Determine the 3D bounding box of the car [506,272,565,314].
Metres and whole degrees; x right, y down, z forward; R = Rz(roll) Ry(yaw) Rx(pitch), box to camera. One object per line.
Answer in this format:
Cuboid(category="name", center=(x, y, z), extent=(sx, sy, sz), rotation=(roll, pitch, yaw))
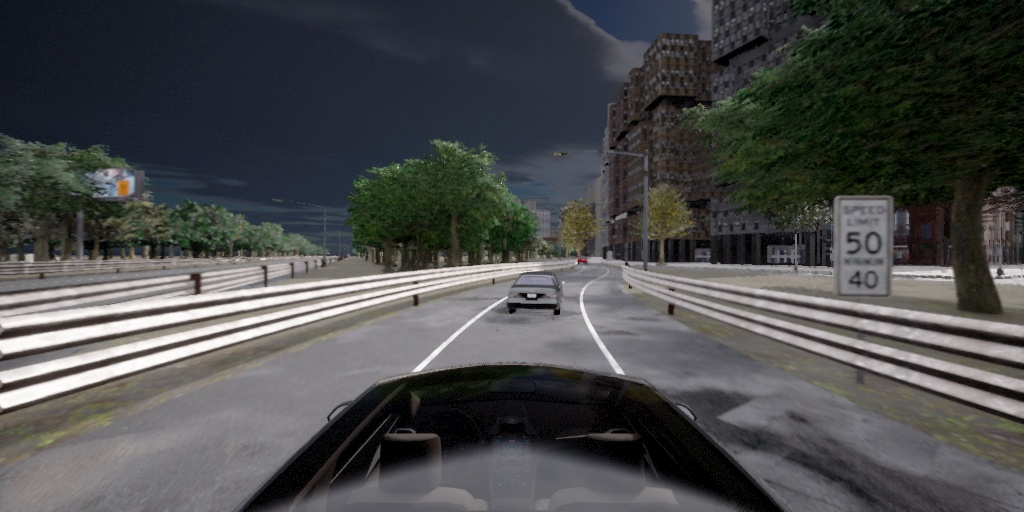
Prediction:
Cuboid(category="car", center=(1.013, 1.303, 13.832), extent=(2.033, 1.411, 5.357), rotation=(0, 0, 9))
